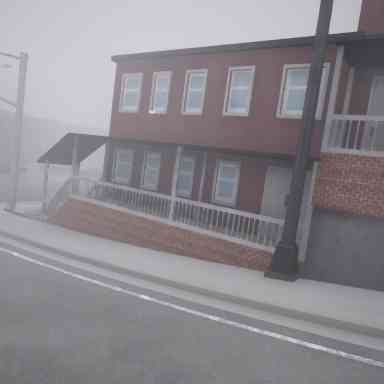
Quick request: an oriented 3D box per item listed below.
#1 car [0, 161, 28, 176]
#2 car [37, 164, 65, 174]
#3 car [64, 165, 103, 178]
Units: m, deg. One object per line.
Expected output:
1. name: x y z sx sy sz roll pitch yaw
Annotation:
1. car: -18.803 -2.387 32.476 1.895 1.301 4.718 11 6 34
2. car: -16.625 -2.944 41.416 1.895 1.301 4.718 11 7 35
3. car: -12.693 -2.381 40.965 1.895 1.301 4.718 11 7 35
